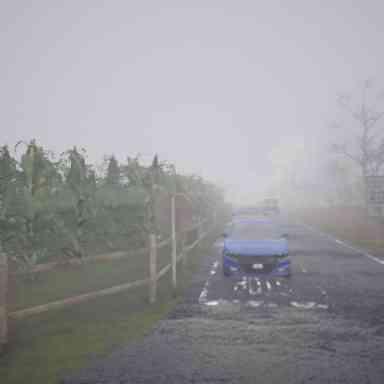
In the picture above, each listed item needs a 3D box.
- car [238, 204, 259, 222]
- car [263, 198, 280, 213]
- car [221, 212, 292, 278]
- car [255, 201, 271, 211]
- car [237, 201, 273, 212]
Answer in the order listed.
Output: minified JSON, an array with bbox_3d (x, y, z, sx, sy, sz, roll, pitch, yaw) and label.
[{"bbox_3d":[5.504,2.017,32.669,1.837,1.490,4.892,-1,-1,9],"label":"car"},{"bbox_3d":[10.170,1.841,43.423,2.150,2.045,5.566,-1,-1,9],"label":"car"},{"bbox_3d":[2.062,1.655,10.952,1.882,1.535,5.008,-1,-1,9],"label":"car"},{"bbox_3d":[11.846,2.293,55.863,2.128,1.511,4.902,-1,-1,5],"label":"car"},{"bbox_3d":[3.583,1.679,20.589,2.097,1.767,4.553,-1,-1,9],"label":"car"}]
